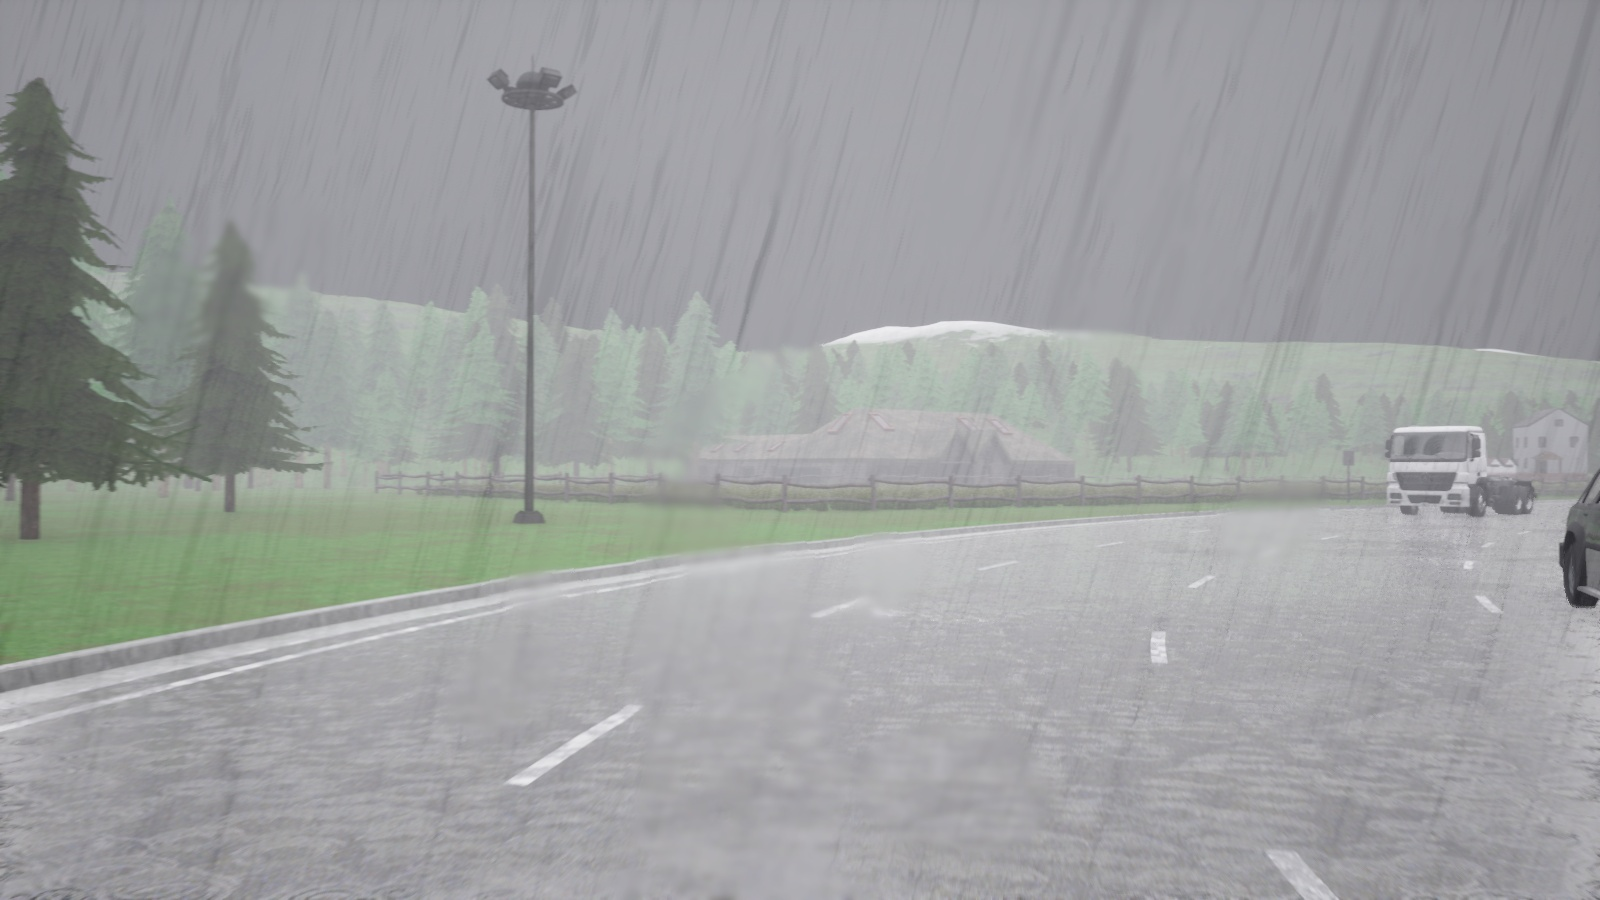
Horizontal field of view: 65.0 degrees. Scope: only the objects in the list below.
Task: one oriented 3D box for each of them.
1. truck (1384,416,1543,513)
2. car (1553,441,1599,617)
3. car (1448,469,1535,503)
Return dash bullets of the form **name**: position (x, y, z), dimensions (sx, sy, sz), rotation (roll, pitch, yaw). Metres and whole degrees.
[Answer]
- **truck**: position (25.795, 0.572, 48.611), dimensions (7.936, 3.462, 2.891), rotation (1, -1, -42)
- **car**: position (9.406, 0.824, 13.113), dimensions (1.932, 1.855, 4.605), rotation (-1, -1, 22)
- **car**: position (32.473, 1.654, 58.932), dimensions (4.514, 1.525, 2.007), rotation (1, -1, -39)
